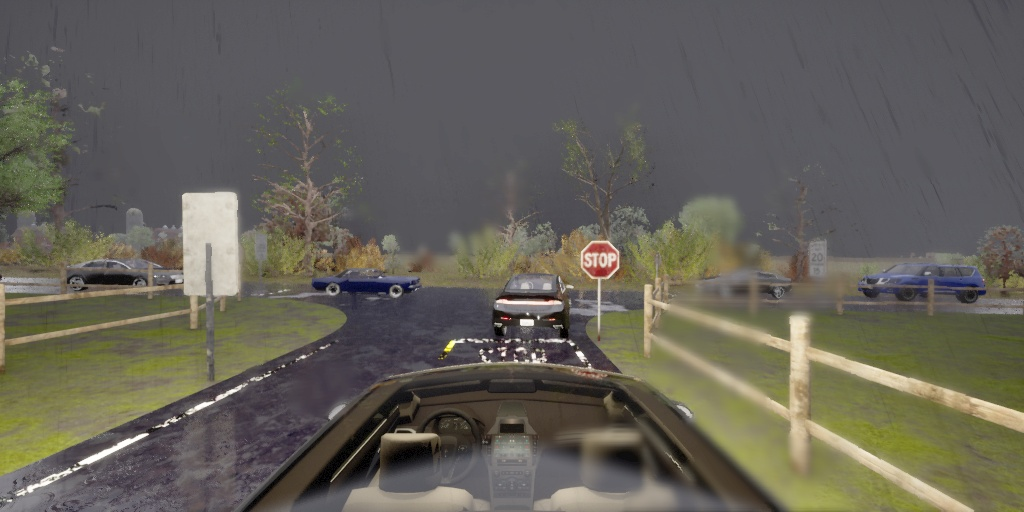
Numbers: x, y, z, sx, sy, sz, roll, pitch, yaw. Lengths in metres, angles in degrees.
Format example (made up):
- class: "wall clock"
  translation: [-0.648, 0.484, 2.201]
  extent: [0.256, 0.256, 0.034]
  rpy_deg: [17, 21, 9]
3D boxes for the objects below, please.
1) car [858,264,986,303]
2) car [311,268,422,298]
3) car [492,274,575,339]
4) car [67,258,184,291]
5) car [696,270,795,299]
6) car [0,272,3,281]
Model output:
- class: "car"
  translation: [22.911, 1.466, 20.138]
  extent: [5.566, 2.045, 2.150]
  rpy_deg: [1, 1, 0]
- class: "car"
  translation: [-6.812, 1.248, 17.242]
  extent: [4.718, 1.301, 1.895]
  rpy_deg: [1, 1, 0]
- class: "car"
  translation: [0.712, 1.240, 10.206]
  extent: [2.128, 1.511, 4.902]
  rpy_deg: [0, 0, 9]
- class: "car"
  translation: [-18.480, 0.885, 17.267]
  extent: [4.902, 1.511, 2.128]
  rpy_deg: [1, 1, 0]
- class: "car"
  translation: [13.015, 1.525, 20.156]
  extent: [4.902, 1.511, 2.128]
  rpy_deg: [1, 1, 0]
- class: "car"
  translation: [-27.784, 0.717, 17.280]
  extent: [4.674, 1.442, 1.812]
  rpy_deg: [1, 1, 0]
